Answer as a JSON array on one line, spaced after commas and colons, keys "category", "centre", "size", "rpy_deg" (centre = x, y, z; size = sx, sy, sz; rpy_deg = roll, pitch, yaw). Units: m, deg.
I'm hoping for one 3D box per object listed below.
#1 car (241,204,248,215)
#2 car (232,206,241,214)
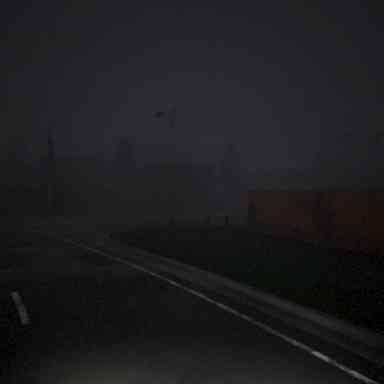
[{"category": "car", "centre": [8.199, 2.015, 36.725], "size": [4.674, 1.442, 1.812], "rpy_deg": [1, -1, -23]}, {"category": "car", "centre": [6.911, 2.061, 39.979], "size": [4.181, 1.385, 1.994], "rpy_deg": [1, -1, -23]}]
